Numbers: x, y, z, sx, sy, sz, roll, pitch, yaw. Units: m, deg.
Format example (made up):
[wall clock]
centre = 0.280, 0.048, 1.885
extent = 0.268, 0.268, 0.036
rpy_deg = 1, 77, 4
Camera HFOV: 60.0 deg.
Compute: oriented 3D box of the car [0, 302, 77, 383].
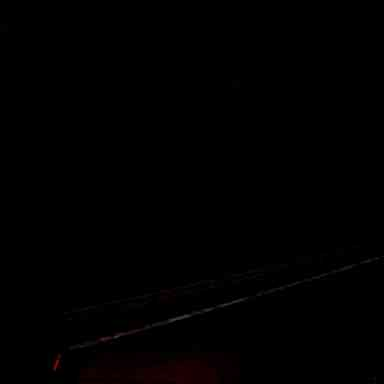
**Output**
[car]
centre = -3.213, 1.515, 1.823
extent = 4.892, 1.490, 1.837
rpy_deg = 0, 0, -35
